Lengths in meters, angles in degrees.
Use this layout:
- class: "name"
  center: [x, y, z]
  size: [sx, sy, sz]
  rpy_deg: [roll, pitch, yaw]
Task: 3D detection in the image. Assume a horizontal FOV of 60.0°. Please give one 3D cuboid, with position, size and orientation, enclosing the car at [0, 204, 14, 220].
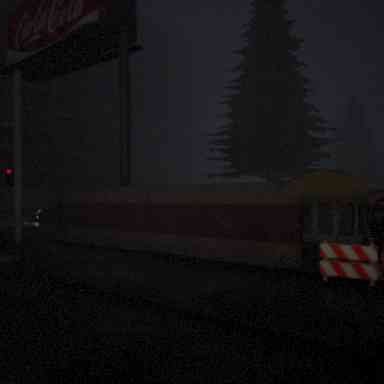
- class: "car"
  center: [-17.067, 1.871, 29.939]
  size: [2.128, 1.511, 4.902]
  rpy_deg: [-1, 0, 35]

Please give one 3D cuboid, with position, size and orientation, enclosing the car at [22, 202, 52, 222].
- class: "car"
  center: [-12.547, 1.689, 30.273]
  size: [2.097, 1.767, 4.553]
  rpy_deg: [-1, 0, 35]

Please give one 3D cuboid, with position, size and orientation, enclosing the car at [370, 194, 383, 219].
- class: "car"
  center: [10.901, 1.155, 16.467]
  size: [3.866, 1.878, 1.905]
  rpy_deg: [-1, 0, 35]
